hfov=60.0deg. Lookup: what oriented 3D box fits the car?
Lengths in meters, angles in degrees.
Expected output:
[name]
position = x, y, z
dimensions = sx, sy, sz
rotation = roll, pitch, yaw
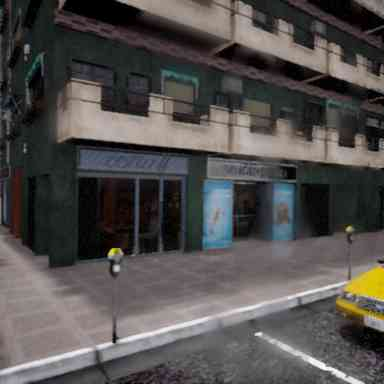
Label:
[car]
position = 4.548, 1.526, 5.997
dimensions = 4.829, 1.417, 1.752
rotation = 0, 1, -34
